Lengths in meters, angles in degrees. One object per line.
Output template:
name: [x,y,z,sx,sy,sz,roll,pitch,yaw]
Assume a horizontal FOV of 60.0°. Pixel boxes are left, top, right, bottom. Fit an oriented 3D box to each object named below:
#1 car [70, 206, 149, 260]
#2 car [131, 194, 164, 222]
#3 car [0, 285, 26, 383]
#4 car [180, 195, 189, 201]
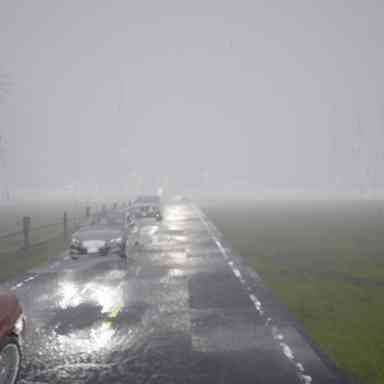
car: [-3.090,1.508,12.643,2.128,1.511,4.902,-1,0,-1]
car: [-3.387,1.202,26.025,2.150,2.045,5.566,-1,0,-1]
car: [-2.850,1.568,2.283,1.812,1.442,4.674,-1,0,-2]
car: [-1.543,1.267,69.640,1.895,1.301,4.718,-1,0,-1]
